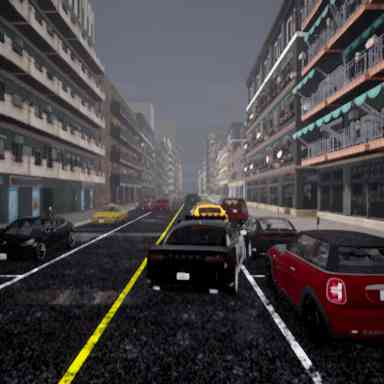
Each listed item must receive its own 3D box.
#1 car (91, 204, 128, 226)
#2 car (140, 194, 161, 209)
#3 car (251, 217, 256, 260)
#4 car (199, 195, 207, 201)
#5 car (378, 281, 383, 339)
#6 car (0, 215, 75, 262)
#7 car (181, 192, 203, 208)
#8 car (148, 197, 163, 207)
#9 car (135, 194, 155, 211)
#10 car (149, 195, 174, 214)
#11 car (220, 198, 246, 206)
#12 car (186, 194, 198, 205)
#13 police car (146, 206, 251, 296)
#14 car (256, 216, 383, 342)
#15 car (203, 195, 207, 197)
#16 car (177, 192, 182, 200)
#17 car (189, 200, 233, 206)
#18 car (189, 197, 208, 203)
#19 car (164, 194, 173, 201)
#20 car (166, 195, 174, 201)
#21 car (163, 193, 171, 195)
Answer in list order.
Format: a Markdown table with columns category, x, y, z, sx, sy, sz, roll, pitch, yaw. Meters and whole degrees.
| category | x | y | z | sx | sy | sz | roll | pitch | yaw |
| --- | --- | --- | --- | --- | --- | --- | --- | --- | --- |
| car | -5.664 | 1.503 | 23.220 | 1.752 | 1.417 | 4.829 | 0 | 0 | 0 |
| car | -5.638 | 1.266 | 45.937 | 2.192 | 1.841 | 5.009 | 0 | 0 | 0 |
| car | 2.705 | 1.540 | 12.105 | 2.008 | 1.369 | 4.403 | 0 | 0 | 0 |
| car | 2.784 | 1.444 | 85.378 | 1.887 | 1.381 | 4.507 | 0 | 0 | 0 |
| car | 2.692 | 1.544 | 0.832 | 1.887 | 1.381 | 4.507 | 0 | 0 | 0 |
| car | -5.676 | 1.555 | 12.117 | 1.947 | 1.339 | 4.313 | 0 | 0 | 0 |
| car | 0.052 | 1.173 | 45.262 | 2.150 | 2.045 | 5.566 | 0 | 0 | 0 |
| car | -5.634 | 1.526 | 51.574 | 1.802 | 1.307 | 4.206 | 0 | 0 | 0 |
| car | -5.645 | 1.398 | 40.301 | 1.967 | 1.590 | 4.097 | 0 | 0 | 0 |
| car | -3.062 | 1.441 | 35.053 | 1.882 | 1.535 | 5.008 | 0 | 0 | 0 |
| car | 2.718 | 1.292 | 23.378 | 2.192 | 1.841 | 5.009 | 0 | 0 | 0 |
| car | 0.064 | 1.285 | 59.953 | 2.097 | 1.767 | 4.553 | 0 | 0 | 0 |
| police car | 0.398 | 1.414 | 8.942 | 1.930 | 1.638 | 5.238 | -1 | 0 | 13 |
| car | 2.699 | 1.434 | 6.469 | 1.967 | 1.590 | 4.097 | 0 | 0 | 0 |
| car | 2.772 | 1.440 | 74.276 | 1.752 | 1.417 | 4.829 | 0 | 0 | 0 |
| car | -2.897 | 1.110 | 94.672 | 2.150 | 2.045 | 5.566 | 0 | 0 | 0 |
| car | 0.920 | 1.460 | 18.604 | 1.882 | 1.535 | 5.008 | 0 | 0 | 0 |
| car | 0.856 | 1.432 | 24.786 | 1.801 | 1.575 | 5.366 | 0 | 0 | -1 |
| car | -5.602 | 1.347 | 79.754 | 1.967 | 1.590 | 4.097 | 0 | 0 | 0 |
| car | -5.596 | 1.444 | 85.392 | 1.887 | 1.381 | 4.507 | 0 | 0 | 0 |
| car | -5.607 | 1.230 | 74.119 | 2.192 | 1.841 | 5.009 | 0 | 0 | 0 |
